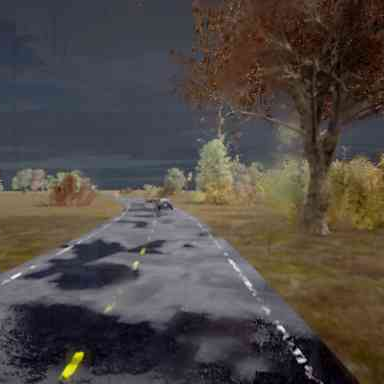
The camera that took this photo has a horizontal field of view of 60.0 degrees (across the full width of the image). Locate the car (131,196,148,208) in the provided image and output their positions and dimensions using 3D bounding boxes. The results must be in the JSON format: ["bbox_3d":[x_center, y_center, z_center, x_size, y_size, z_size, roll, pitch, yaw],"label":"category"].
[{"bbox_3d":[-7.526,1.406,46.874,1.837,1.490,4.892,0,1,-10],"label":"car"}]

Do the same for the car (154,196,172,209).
[{"bbox_3d":[-3.587,1.430,42.775,1.812,1.442,4.674,0,0,-9],"label":"car"}]

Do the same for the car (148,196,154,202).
[{"bbox_3d":[-7.762,1.472,63.027,1.895,1.301,4.718,0,0,-14],"label":"car"}]
